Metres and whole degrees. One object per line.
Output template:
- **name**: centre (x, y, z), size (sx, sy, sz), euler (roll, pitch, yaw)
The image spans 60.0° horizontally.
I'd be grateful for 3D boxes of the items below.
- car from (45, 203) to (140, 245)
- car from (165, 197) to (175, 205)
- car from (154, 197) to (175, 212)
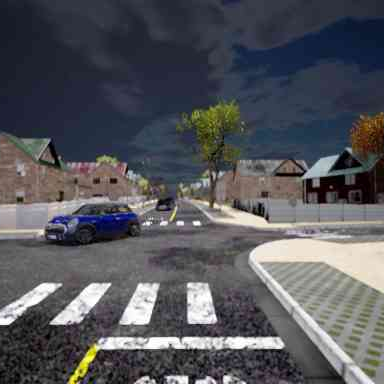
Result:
- **car**: centre (-4.605, 1.325, 15.871), size (2.097, 1.767, 4.553), euler (-1, -1, 33)
- **car**: centre (-4.422, 1.760, 67.371), size (1.812, 1.442, 4.674), euler (0, 0, -3)
- **car**: centre (-3.411, 1.603, 40.717), size (1.812, 1.442, 4.674), euler (0, 0, -2)
